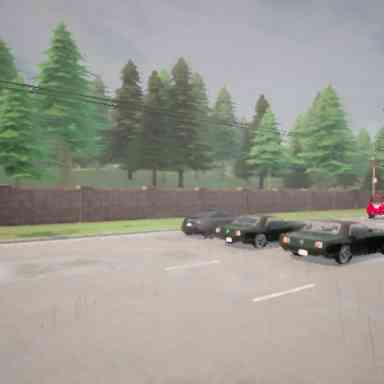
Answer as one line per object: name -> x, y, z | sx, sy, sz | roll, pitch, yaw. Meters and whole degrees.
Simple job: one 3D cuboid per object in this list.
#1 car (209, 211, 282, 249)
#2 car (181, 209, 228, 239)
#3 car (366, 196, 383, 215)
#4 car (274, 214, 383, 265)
car -> 3.303, 1.642, 14.698 | 4.718, 1.301, 1.895 | 0, 0, -35
car -> 1.498, 1.605, 17.711 | 4.181, 1.385, 1.994 | 0, 0, -35
car -> 17.574, 1.341, 29.260 | 5.566, 2.045, 2.150 | 0, 0, -35
car -> 5.343, 1.642, 11.855 | 4.718, 1.301, 1.895 | 0, 0, -35
